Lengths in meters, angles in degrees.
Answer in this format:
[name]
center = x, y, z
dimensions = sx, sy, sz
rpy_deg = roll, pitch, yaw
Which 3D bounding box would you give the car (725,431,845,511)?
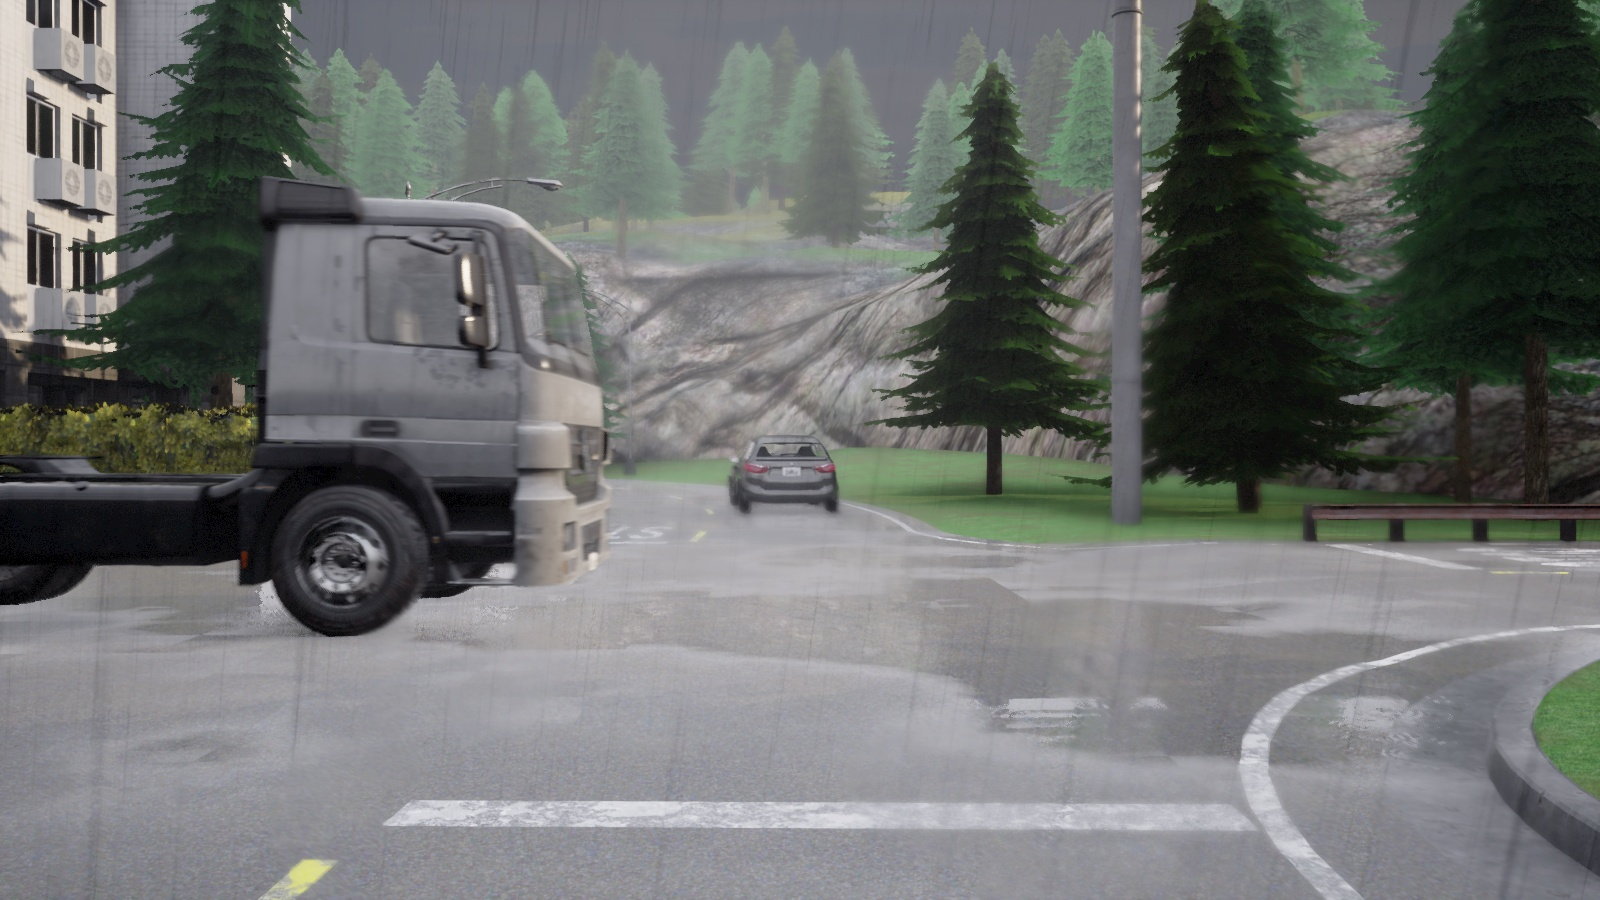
[car]
center = -0.442, 0.428, 28.752
dimensions = 2.242, 1.667, 4.611
rpy_deg = 0, 0, -7

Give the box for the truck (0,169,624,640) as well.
[truck]
center = -5.679, -0.348, 10.737
dimensions = 7.936, 3.462, 2.891
rpy_deg = 0, 0, -1
